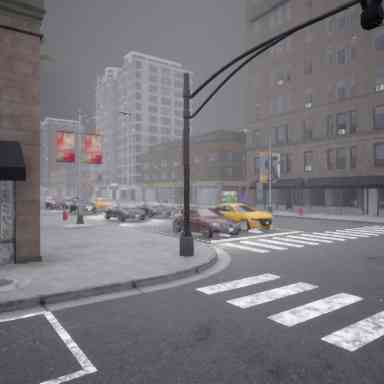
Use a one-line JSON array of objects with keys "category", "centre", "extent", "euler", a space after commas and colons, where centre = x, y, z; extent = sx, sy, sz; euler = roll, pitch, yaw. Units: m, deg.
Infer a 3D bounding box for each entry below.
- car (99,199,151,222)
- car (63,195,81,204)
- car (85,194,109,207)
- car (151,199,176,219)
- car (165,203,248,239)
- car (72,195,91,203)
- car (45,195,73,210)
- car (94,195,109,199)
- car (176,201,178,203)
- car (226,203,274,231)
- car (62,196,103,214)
[{"category": "car", "centre": [-5.336, 1.493, 26.045], "extent": [1.812, 1.442, 4.674], "euler": [0, 0, -36]}, {"category": "car", "centre": [-21.710, 1.407, 60.181], "extent": [1.837, 1.490, 4.892], "euler": [0, 0, -36]}, {"category": "car", "centre": [-14.244, 1.274, 49.826], "extent": [2.097, 1.767, 4.553], "euler": [0, 0, -36]}, {"category": "car", "centre": [-3.697, 1.486, 29.328], "extent": [1.812, 1.442, 4.674], "euler": [0, 0, -36]}, {"category": "car", "centre": [0.591, 1.509, 17.579], "extent": [1.812, 1.442, 4.674], "euler": [0, 0, -33]}, {"category": "car", "centre": [-22.044, 1.436, 66.192], "extent": [2.033, 1.411, 5.357], "euler": [0, 0, -36]}, {"category": "car", "centre": [-17.434, 1.288, 42.866], "extent": [2.097, 1.767, 4.553], "euler": [0, 0, -35]}, {"category": "car", "centre": [-10.140, 1.422, 38.260], "extent": [1.882, 1.535, 5.008], "euler": [0, 0, -36]}, {"category": "car", "centre": [-3.045, 1.540, 39.858], "extent": [1.895, 1.301, 4.718], "euler": [0, 0, -36]}, {"category": "car", "centre": [2.714, 1.455, 20.416], "extent": [1.882, 1.535, 5.008], "euler": [0, 0, -36]}, {"category": "car", "centre": [-11.440, 1.443, 34.500], "extent": [2.128, 1.511, 4.902], "euler": [0, 0, -36]}]
